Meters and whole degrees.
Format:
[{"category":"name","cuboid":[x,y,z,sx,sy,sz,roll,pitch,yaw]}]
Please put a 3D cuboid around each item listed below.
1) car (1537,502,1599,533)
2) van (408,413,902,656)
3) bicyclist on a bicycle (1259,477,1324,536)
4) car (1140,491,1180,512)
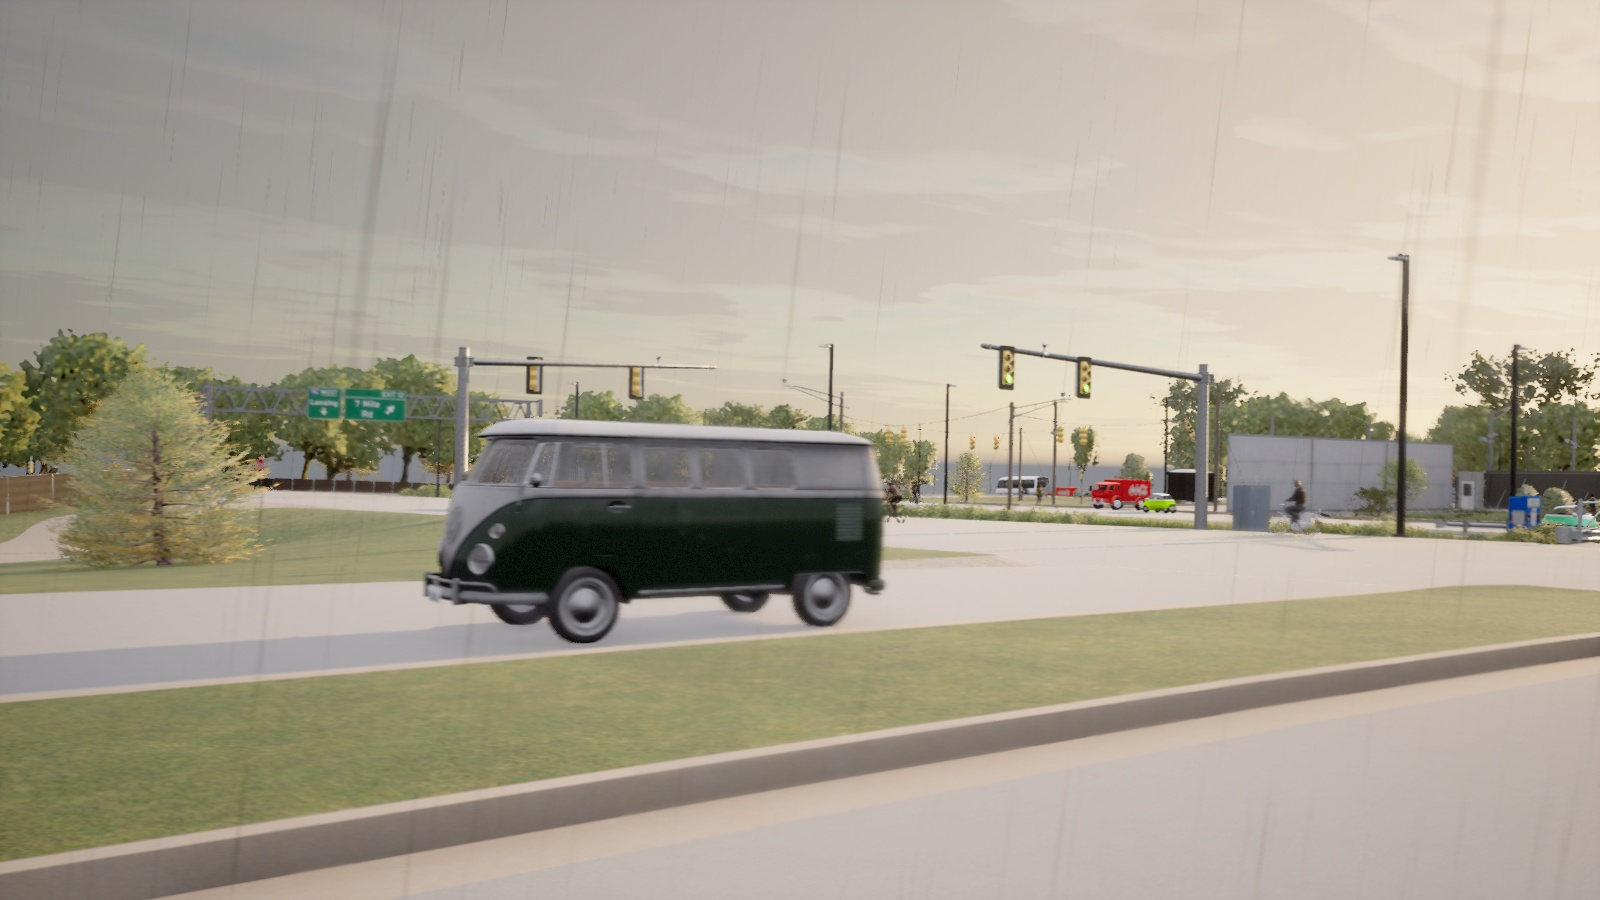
[{"category":"car","cuboid":[35.744,3.105,58.286,1.481,1.376,2.207,1,-2,-34]},{"category":"van","cuboid":[-1.309,0.739,12.242,4.442,1.987,1.775,1,-1,-34]},{"category":"bicyclist on a bicycle","cuboid":[15.375,1.750,39.295,0.659,1.776,1.843,1,-2,-34]},{"category":"car","cuboid":[24.872,3.554,86.818,1.481,1.376,2.207,1,-1,-34]}]
